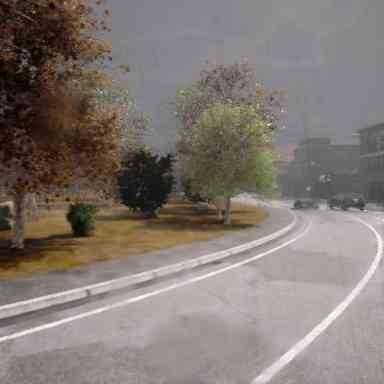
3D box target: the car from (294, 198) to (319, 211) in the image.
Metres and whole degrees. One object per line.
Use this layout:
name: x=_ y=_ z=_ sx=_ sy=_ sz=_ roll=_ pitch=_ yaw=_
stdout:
car: x=12.996 y=1.380 z=37.971 sx=1.994 sy=1.385 sz=4.181 roll=-1 pitch=0 yaw=4

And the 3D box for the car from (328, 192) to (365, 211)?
car: x=16.874 y=0.971 z=36.592 sx=2.150 sy=2.045 sz=5.566 roll=-1 pitch=0 yaw=3
